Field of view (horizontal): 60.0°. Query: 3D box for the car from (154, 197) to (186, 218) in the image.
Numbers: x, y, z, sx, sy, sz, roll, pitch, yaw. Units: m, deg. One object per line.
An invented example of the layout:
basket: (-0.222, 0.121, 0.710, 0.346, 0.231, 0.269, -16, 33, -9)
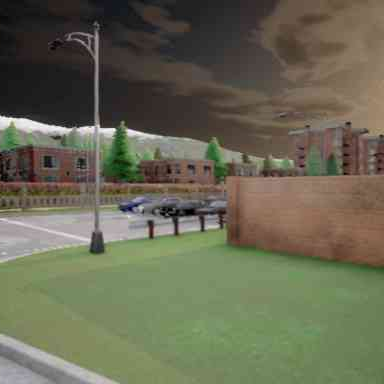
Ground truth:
car: (-0.262, 1.302, 25.329, 1.895, 1.301, 4.718, 1, 1, 45)

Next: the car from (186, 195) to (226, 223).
car: (2.210, 1.208, 22.850, 1.882, 1.535, 5.008, 1, 1, 45)

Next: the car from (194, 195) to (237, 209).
car: (2.786, 1.094, 38.404, 2.033, 1.411, 5.357, 1, 1, 45)

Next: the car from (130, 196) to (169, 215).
car: (-2.378, 1.160, 28.166, 2.128, 1.511, 4.902, 1, 1, 45)

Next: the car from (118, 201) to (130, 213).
car: (-4.527, 1.114, 30.970, 1.882, 1.535, 5.008, 1, 1, 45)
